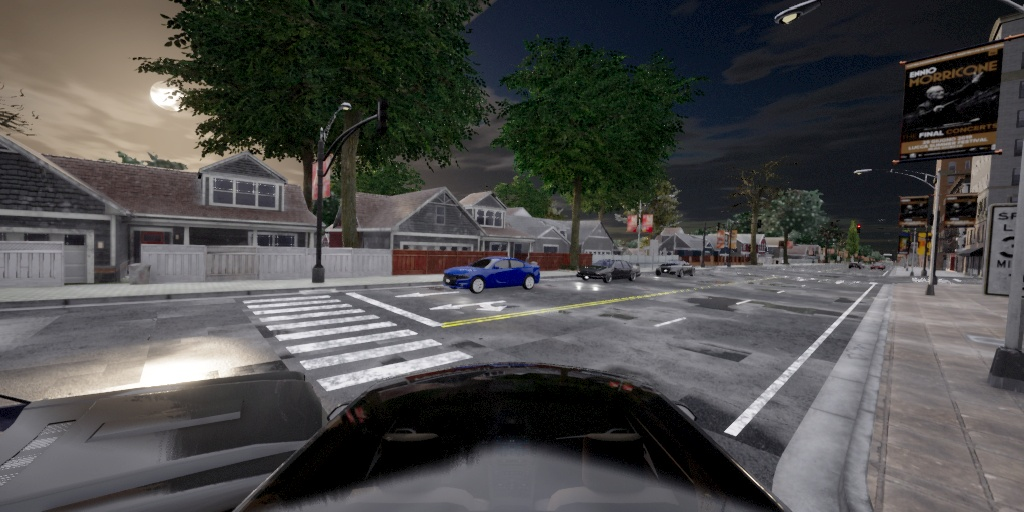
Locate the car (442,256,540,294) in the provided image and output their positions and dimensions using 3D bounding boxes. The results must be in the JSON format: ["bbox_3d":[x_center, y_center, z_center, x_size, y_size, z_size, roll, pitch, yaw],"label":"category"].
[{"bbox_3d":[-0.829,0.775,16.637,5.008,1.535,1.882,1,3,-43],"label":"car"}]

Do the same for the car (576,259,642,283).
[{"bbox_3d":[6.469,0.917,23.417,5.357,1.411,2.033,1,2,-43],"label":"car"}]

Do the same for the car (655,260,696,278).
[{"bbox_3d":[13.800,1.010,30.197,4.181,1.385,1.994,1,2,-43],"label":"car"}]

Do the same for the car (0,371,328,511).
[{"bbox_3d":[-3.321,1.275,1.498,4.718,1.301,1.895,1,2,-33],"label":"car"}]
